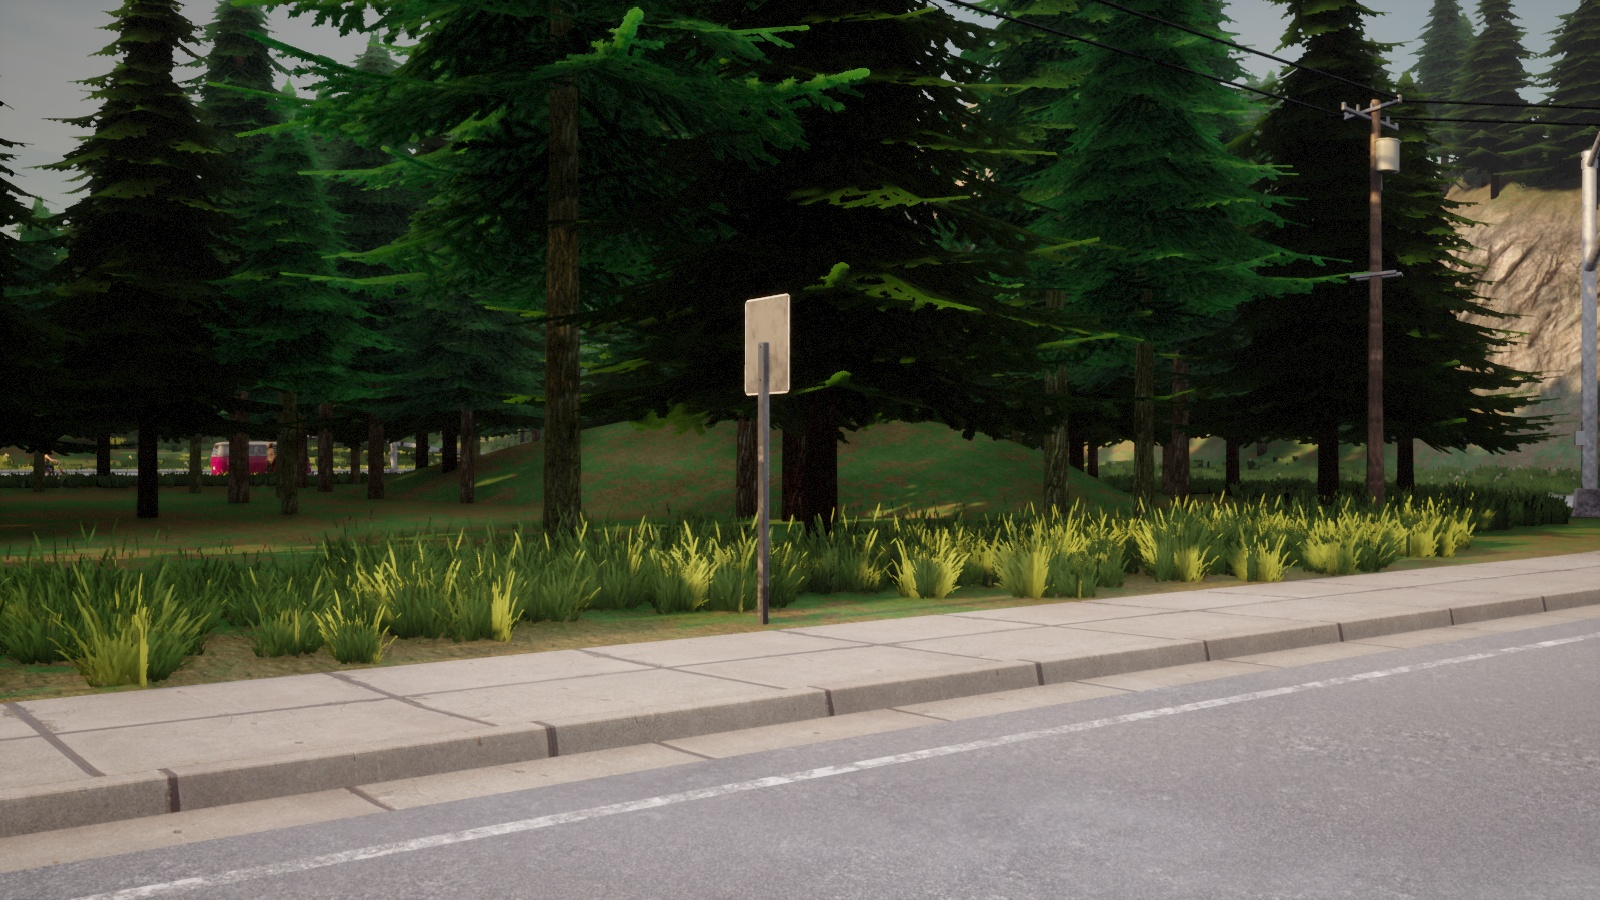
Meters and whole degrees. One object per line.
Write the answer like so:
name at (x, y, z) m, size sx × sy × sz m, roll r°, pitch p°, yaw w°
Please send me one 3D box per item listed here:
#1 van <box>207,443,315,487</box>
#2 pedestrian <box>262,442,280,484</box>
van at (-25.500, 0.697, 59.442) m, size 4.442 × 1.987 × 1.775 m, roll 0°, pitch 0°, yaw -35°
pedestrian at (-23.462, 0.593, 55.697) m, size 0.331 × 1.846 × 0.634 m, roll 0°, pitch 0°, yaw 38°
